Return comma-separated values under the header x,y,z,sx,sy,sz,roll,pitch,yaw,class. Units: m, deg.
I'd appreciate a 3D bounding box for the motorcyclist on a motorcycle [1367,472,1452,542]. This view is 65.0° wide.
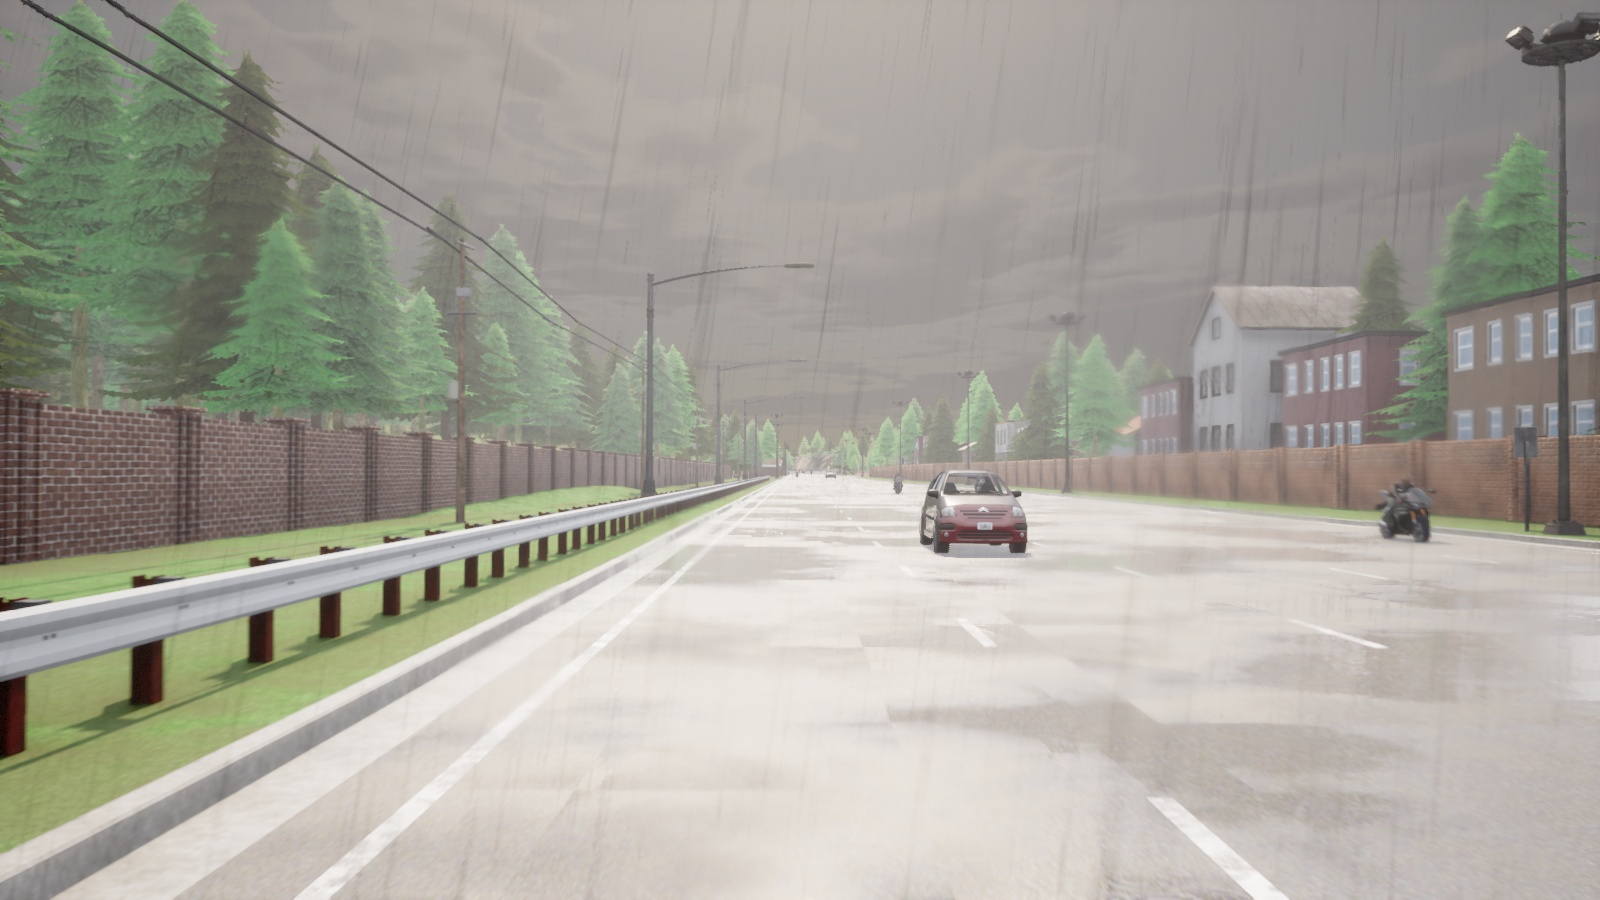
x,y,z,sx,sy,sz,roll,pitch,yaw,class
13.920,1.272,28.770,0.866,1.530,2.191,0,-1,0,motorcyclist on a motorcycle

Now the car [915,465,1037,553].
x,y,z,sx,sy,sz,roll,pitch,yaw,class
3.431,1.118,25.180,1.851,1.617,3.988,0,-1,0,car
